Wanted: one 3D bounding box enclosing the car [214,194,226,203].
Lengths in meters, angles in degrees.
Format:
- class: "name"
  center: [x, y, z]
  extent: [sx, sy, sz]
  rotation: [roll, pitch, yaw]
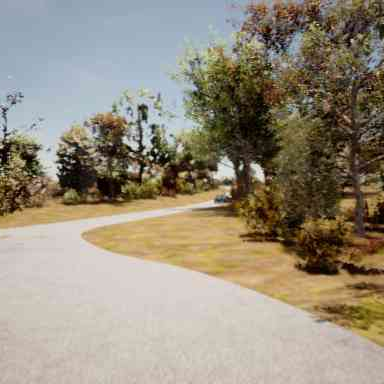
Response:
- class: "car"
  center: [5.512, 1.110, 61.383]
  extent: [2.097, 1.767, 4.553]
  rotation: [-3, 1, 18]
